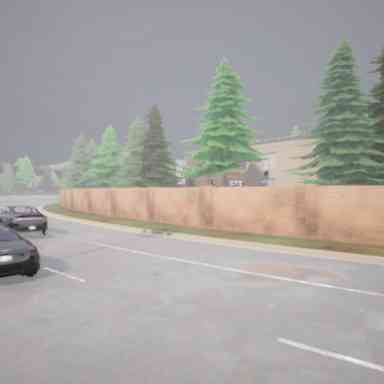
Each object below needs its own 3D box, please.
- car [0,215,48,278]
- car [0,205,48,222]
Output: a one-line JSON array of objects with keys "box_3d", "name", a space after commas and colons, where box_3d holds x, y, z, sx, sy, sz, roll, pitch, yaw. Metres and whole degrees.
[{"box_3d": [-5.915, 1.539, 9.185, 4.181, 1.385, 1.994, 0, 0, 42], "name": "car"}, {"box_3d": [-9.136, 1.453, 17.336, 2.128, 1.511, 4.902, 0, 0, -43], "name": "car"}]
